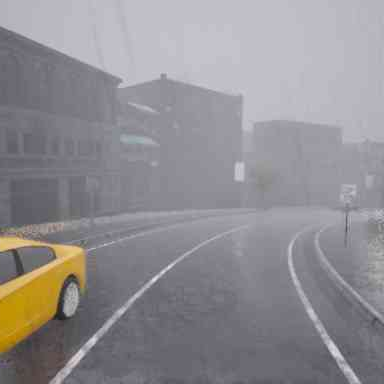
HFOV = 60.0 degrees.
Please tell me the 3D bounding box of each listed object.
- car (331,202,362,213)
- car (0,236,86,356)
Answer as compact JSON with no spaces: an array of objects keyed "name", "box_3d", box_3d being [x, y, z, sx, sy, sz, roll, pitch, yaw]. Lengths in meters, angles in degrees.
[{"name":"car","box_3d":[19.821,1.849,42.519,4.892,1.490,1.837,3,2,-33]},{"name":"car","box_3d":[-3.169,1.417,4.404,1.882,1.535,5.008,1,0,7]}]
